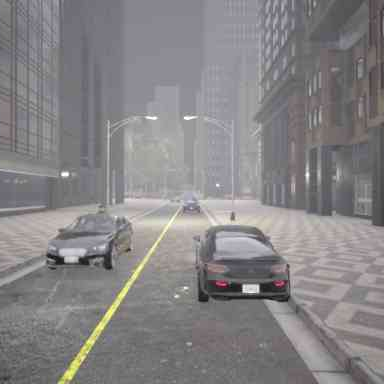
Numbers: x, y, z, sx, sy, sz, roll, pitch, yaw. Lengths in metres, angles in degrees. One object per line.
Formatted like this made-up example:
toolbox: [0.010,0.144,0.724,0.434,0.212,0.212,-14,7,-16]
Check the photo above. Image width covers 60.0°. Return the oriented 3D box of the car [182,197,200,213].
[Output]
car: [-0.059,1.532,37.469,1.812,1.442,4.674,0,0,0]

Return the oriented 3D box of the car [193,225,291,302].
car: [1.022,1.527,8.116,1.812,1.442,4.674,0,0,0]

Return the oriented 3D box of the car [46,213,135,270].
car: [-3.140,1.493,11.096,2.128,1.511,4.902,0,0,0]

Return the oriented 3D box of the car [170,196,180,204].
car: [-3.241,1.506,65.346,2.128,1.511,4.902,0,0,0]

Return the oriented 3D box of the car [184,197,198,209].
car: [-0.160,1.513,47.353,1.837,1.490,4.892,0,0,0]
